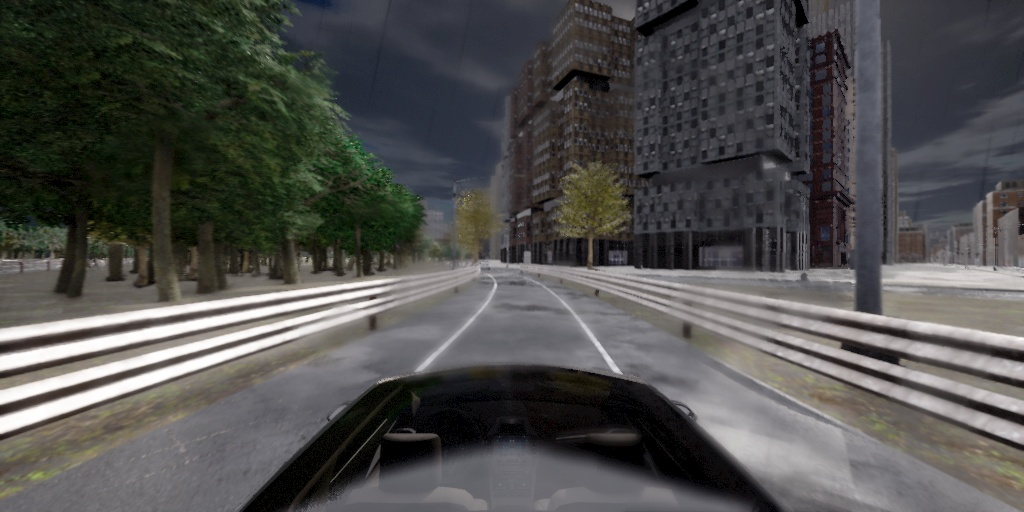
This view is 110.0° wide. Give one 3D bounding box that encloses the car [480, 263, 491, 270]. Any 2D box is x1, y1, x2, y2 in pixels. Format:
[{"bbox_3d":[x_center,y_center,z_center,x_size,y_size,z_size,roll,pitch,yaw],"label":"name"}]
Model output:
[{"bbox_3d":[-5.187,1.831,64.144,1.895,1.301,4.718,0,-1,-17],"label":"car"}]
